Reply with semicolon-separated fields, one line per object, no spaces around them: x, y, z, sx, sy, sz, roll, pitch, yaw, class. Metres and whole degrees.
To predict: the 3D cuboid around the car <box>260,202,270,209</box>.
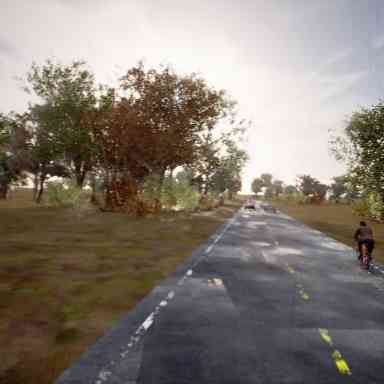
15.704;2.873;71.935;1.895;1.301;4.718;2;-1;10;car

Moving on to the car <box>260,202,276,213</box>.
12.556;2.490;53.836;2.128;1.511;4.902;2;0;10;car

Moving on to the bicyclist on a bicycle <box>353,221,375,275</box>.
5.553;1.770;10.749;0.582;1.620;1.656;2;-1;10;bicyclist on a bicycle

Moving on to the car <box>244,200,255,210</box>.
10.326;2.566;59.137;1.895;1.301;4.718;2;-1;11;car
